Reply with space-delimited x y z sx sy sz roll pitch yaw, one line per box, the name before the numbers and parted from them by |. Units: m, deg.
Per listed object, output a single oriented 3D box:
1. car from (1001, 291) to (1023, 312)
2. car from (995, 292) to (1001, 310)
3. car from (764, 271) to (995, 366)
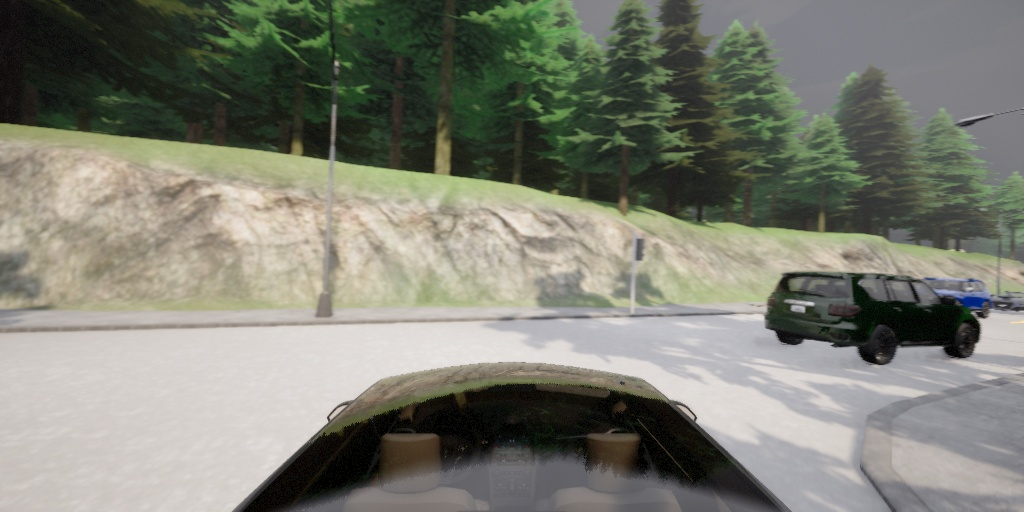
car | 32.244 2.967 22.920 4.181 1.385 1.994 3 -1 -21
car | 23.087 2.181 19.193 5.566 2.045 2.150 3 -1 -22
car | 9.347 1.467 9.375 5.566 2.045 2.150 3 -1 -18
